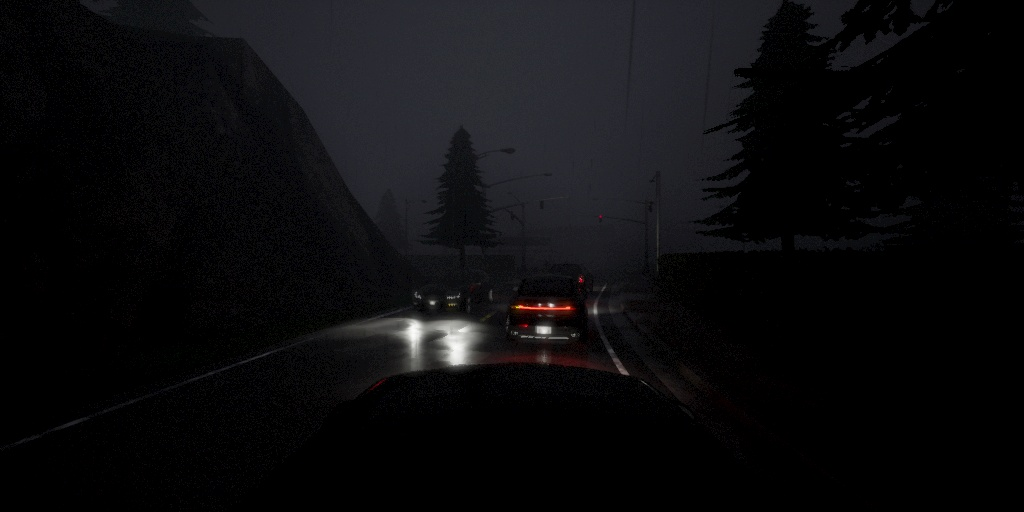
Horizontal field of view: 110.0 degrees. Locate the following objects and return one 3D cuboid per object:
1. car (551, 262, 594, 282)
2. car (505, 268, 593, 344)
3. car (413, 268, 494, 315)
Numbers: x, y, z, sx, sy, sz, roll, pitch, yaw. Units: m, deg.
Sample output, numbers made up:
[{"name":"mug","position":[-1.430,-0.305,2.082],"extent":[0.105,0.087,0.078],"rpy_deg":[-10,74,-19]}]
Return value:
[{"name":"car","position":[3.017,1.102,18.583],"extent":[2.097,1.767,4.553],"rpy_deg":[0,0,17]},{"name":"car","position":[1.018,1.255,9.661],"extent":[1.837,1.490,4.892],"rpy_deg":[0,0,9]},{"name":"car","position":[-2.032,1.255,13.846],"extent":[1.837,1.490,4.892],"rpy_deg":[0,0,12]}]
